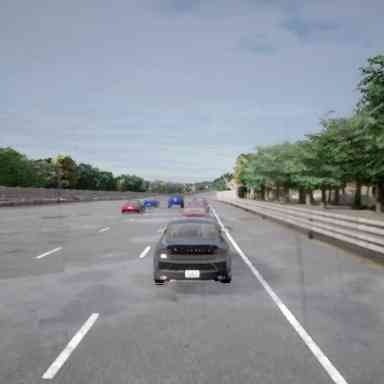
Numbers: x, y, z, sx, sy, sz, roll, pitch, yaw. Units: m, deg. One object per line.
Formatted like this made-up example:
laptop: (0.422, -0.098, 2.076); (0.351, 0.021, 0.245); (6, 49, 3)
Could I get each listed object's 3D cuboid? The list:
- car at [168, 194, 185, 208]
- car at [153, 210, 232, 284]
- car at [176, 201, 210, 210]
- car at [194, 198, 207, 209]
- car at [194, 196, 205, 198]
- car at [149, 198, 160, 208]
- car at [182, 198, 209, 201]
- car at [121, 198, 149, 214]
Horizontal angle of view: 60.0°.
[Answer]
car: (-2.258, 1.280, 48.078); (2.150, 2.045, 5.566); (0, -1, 1)
car: (0.021, 1.475, 9.465); (1.837, 1.490, 4.892); (0, 0, 0)
car: (0.178, 1.473, 19.473); (1.812, 1.442, 4.674); (0, 0, 1)
car: (1.223, 1.595, 48.028); (1.812, 1.442, 4.674); (0, -1, 2)
car: (0.859, 1.342, 37.172); (2.097, 1.767, 4.553); (0, 0, 2)
car: (-5.785, 1.528, 47.798); (1.882, 1.535, 5.008); (0, -1, 2)
car: (0.403, 1.456, 27.041); (1.837, 1.490, 4.892); (0, 0, 2)
car: (-6.201, 1.549, 35.754); (1.994, 1.385, 4.181); (0, 0, 2)
